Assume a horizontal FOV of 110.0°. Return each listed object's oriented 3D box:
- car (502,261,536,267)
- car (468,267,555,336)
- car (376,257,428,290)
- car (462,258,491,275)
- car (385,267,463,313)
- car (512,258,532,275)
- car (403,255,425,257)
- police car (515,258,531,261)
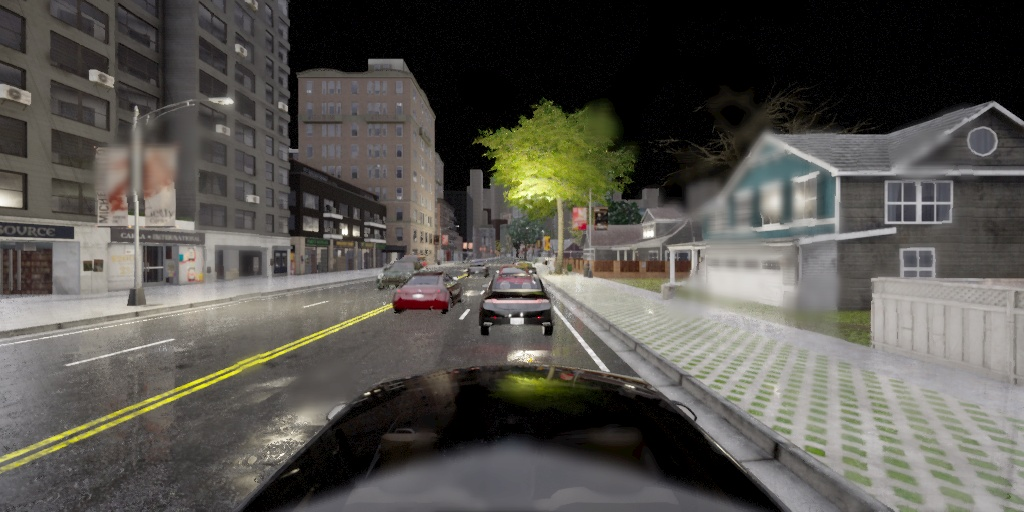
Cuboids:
[{"bbox_3d":[0.120,1.219,19.935,1.882,1.535,5.008,0,0,0],"label":"car"},{"bbox_3d":[0.112,1.239,10.432,2.128,1.511,4.902,0,0,0],"label":"car"},{"bbox_3d":[-6.577,1.092,21.978,2.097,1.767,4.553,0,0,0],"label":"car"},{"bbox_3d":[-3.116,1.216,34.266,2.128,1.511,4.902,0,0,0],"label":"car"},{"bbox_3d":[-3.135,1.311,14.008,1.994,1.385,4.181,0,0,0],"label":"car"},{"bbox_3d":[1.014,1.070,39.525,2.097,1.767,4.553,0,0,0],"label":"car"},{"bbox_3d":[-9.822,0.949,35.311,2.150,2.045,5.566,0,0,0],"label":"car"},{"bbox_3d":[1.005,1.157,29.664,1.930,1.638,5.238,0,0,0],"label":"police car"}]
